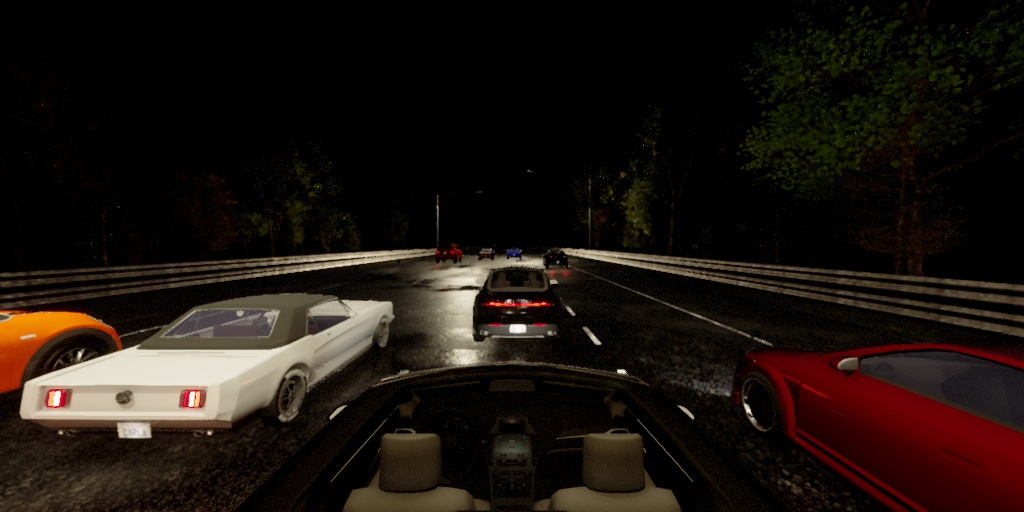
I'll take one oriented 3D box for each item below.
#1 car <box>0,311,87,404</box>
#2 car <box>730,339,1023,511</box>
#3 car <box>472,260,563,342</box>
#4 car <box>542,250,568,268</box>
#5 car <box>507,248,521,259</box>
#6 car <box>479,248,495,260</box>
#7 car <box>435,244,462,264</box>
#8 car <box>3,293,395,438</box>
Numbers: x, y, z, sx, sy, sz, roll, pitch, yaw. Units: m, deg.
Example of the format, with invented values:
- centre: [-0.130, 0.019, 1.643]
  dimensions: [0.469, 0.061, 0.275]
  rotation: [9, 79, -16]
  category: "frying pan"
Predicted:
- centre: [-6.919, 1.043, 3.455]
  dimensions: [2.097, 1.767, 4.553]
  rotation: [0, 2, 1]
  category: "car"
- centre: [3.602, 1.283, 2.567]
  dimensions: [1.994, 1.385, 4.181]
  rotation: [0, 2, 0]
  category: "car"
- centre: [0.123, 1.007, 8.940]
  dimensions: [1.837, 1.490, 4.892]
  rotation: [0, 2, 0]
  category: "car"
- centre: [3.734, 0.247, 31.411]
  dimensions: [2.128, 1.511, 4.902]
  rotation: [0, 1, 0]
  category: "car"
- centre: [0.317, -0.366, 49.986]
  dimensions: [1.882, 1.535, 5.008]
  rotation: [0, 1, 0]
  category: "car"
- centre: [-3.198, -0.236, 46.311]
  dimensions: [2.128, 1.511, 4.902]
  rotation: [0, 2, 0]
  category: "car"
- centre: [-6.735, -0.260, 38.675]
  dimensions: [2.150, 2.045, 5.566]
  rotation: [0, 1, 0]
  category: "car"
- centre: [-3.401, 1.223, 5.462]
  dimensions: [1.895, 1.301, 4.718]
  rotation: [0, 2, 0]
  category: "car"
